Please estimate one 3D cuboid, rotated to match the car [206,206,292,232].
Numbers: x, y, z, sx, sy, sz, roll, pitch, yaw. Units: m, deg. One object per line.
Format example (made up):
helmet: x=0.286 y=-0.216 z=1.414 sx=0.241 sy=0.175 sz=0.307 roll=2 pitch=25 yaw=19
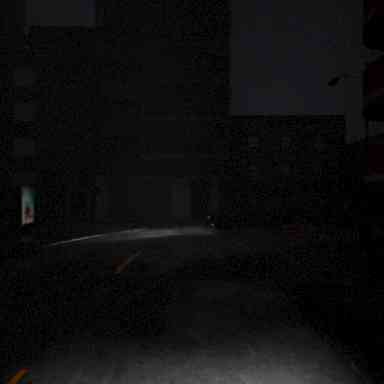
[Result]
car: x=3.205 y=1.504 z=19.094 sx=4.718 sy=1.301 sz=1.895 roll=0 pitch=0 yaw=-19
